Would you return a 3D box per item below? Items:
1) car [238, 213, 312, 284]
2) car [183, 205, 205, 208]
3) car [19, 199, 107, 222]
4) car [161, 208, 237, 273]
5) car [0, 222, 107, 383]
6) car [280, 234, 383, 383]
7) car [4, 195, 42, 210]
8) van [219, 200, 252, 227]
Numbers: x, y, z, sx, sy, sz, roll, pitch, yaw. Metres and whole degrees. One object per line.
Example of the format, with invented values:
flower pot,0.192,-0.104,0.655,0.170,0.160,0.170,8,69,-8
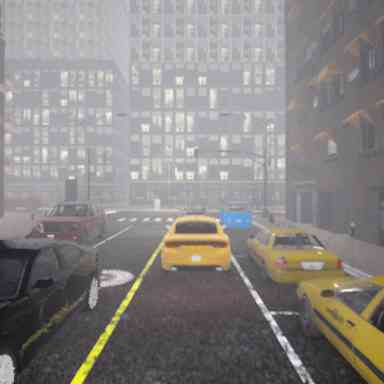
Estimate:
car,2.592,1.554,9.458,1.752,1.417,4.829,0,0,0
car,0.155,1.558,21.543,2.128,1.511,4.902,0,0,0
car,-5.275,1.361,14.947,2.192,1.841,5.009,0,0,0
car,0.125,1.511,10.780,1.882,1.535,5.008,0,0,0
car,-2.820,1.493,4.911,1.882,1.535,5.008,0,0,0
car,2.578,1.537,3.818,1.752,1.417,4.829,0,0,0
car,-20.779,1.229,40.600,5.009,1.841,2.192,1,-1,0
van,2.618,1.405,20.569,1.690,1.788,3.998,0,0,0
